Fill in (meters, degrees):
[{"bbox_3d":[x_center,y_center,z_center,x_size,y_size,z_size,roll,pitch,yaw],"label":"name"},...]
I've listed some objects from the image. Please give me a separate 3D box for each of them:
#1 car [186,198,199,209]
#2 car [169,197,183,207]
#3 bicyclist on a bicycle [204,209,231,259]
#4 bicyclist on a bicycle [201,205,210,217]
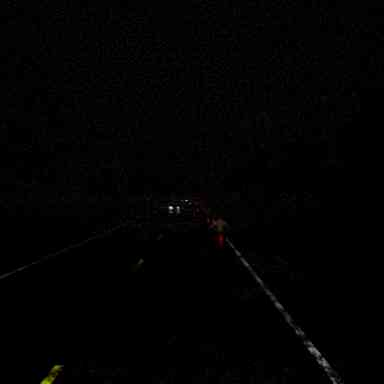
[{"bbox_3d":[0.239,2.084,57.096,1.812,1.442,4.674,0,0,0],"label":"car"},{"bbox_3d":[-3.354,2.165,65.403,1.812,1.442,4.674,0,0,1],"label":"car"},{"bbox_3d":[1.008,1.556,12.096,0.866,1.612,1.509,0,-1,0],"label":"bicyclist on a bicycle"},{"bbox_3d":[1.031,1.648,21.572,0.866,1.612,1.509,0,-1,0],"label":"bicyclist on a bicycle"}]
